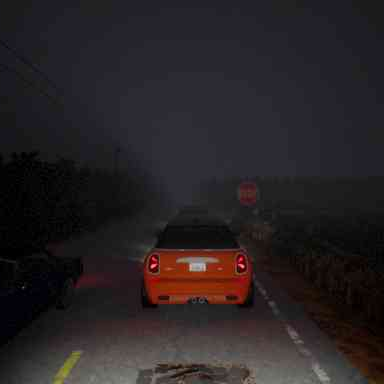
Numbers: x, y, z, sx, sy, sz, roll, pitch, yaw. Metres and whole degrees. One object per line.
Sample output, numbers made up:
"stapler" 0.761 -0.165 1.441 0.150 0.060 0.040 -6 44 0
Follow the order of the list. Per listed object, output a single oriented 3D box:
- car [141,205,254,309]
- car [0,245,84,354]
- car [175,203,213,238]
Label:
"car" 0.101 1.351 8.026 2.097 1.767 4.553 0 0 0
"car" -3.291 1.600 5.059 1.895 1.301 4.718 0 0 0
"car" 0.086 1.475 18.951 1.882 1.535 5.008 0 0 0
